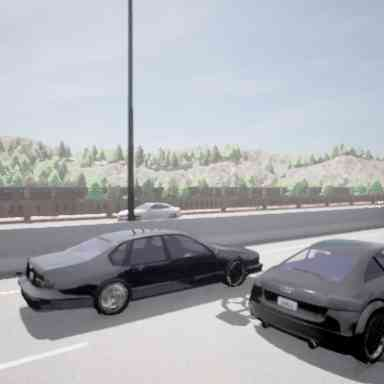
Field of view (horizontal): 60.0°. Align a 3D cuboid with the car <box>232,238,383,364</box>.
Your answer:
[{"bbox_3d":[2.982,1.539,5.875,4.181,1.385,1.994,0,0,-36],"label":"car"}]

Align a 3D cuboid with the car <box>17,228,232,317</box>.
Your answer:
[{"bbox_3d":[-0.840,1.532,7.448,5.357,1.411,2.033,0,0,-36],"label":"car"}]

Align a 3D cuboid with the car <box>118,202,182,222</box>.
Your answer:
[{"bbox_3d":[-2.860,1.477,23.379,4.674,1.442,1.812,0,0,-35],"label":"car"}]
